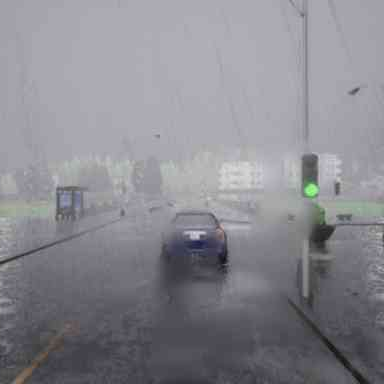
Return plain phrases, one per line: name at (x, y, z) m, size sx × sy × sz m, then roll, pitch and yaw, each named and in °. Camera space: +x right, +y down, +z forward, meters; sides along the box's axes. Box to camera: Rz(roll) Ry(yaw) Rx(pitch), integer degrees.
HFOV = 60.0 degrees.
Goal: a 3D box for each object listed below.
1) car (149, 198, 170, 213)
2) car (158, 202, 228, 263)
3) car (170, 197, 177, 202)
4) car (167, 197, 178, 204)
car at (-4.086, 1.714, 40.345) m, size 1.837 × 1.490 × 4.892 m, roll 0°, pitch 0°, yaw 0°
car at (0.094, 1.417, 12.426) m, size 2.097 × 1.767 × 4.553 m, roll 0°, pitch 0°, yaw 0°
car at (-4.058, 1.887, 54.748) m, size 1.895 × 1.301 × 4.718 m, roll 0°, pitch 0°, yaw 1°
car at (-3.998, 1.733, 69.575) m, size 2.033 × 1.411 × 5.357 m, roll 0°, pitch 0°, yaw 0°
